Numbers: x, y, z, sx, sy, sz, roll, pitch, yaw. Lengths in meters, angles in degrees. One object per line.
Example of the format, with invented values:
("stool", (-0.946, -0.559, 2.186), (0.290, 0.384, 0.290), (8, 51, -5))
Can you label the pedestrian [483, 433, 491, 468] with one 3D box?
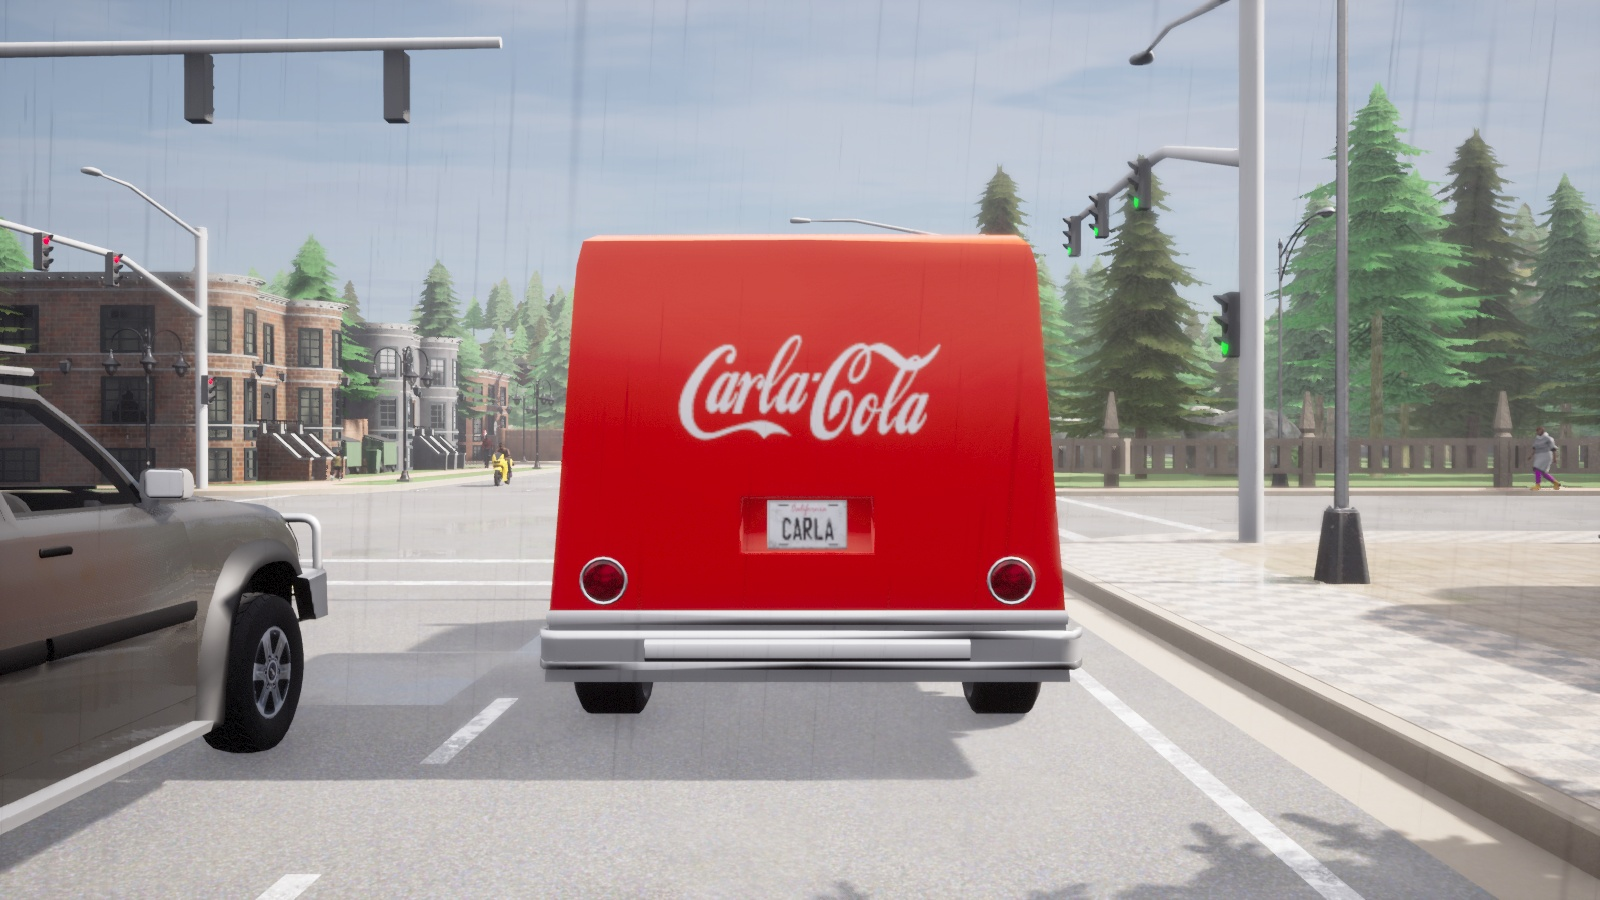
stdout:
("pedestrian", (-16.505, 0.014, 66.157), (0.331, 1.846, 0.636), (0, 0, -9))

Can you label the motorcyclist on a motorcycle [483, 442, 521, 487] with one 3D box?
("motorcyclist on a motorcycle", (-10.318, 0.475, 43.537), (0.797, 1.523, 2.044), (0, 0, 0))

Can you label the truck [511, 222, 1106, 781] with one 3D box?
("truck", (0.046, 0.214, 8.158), (2.627, 2.467, 5.204), (0, 0, 0))

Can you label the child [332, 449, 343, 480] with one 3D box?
("child", (-16.493, 0.519, 44.811), (0.255, 1.110, 0.394), (0, 0, 1))

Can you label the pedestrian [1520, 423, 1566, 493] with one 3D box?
("pedestrian", (20.823, 0.223, 35.202), (0.873, 1.952, 0.659), (0, 0, -1))

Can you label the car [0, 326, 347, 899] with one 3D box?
("car", (-3.469, 0.534, 4.594), (1.932, 1.855, 4.605), (0, 0, 0))
